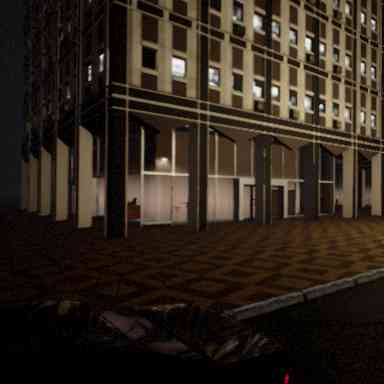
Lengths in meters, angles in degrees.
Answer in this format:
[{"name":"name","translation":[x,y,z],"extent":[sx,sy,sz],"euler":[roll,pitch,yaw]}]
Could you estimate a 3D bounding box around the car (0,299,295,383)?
[{"name":"car","translation":[-1.618,1.548,1.920],"extent":[5.357,1.411,2.033],"euler":[0,0,-35]}]
